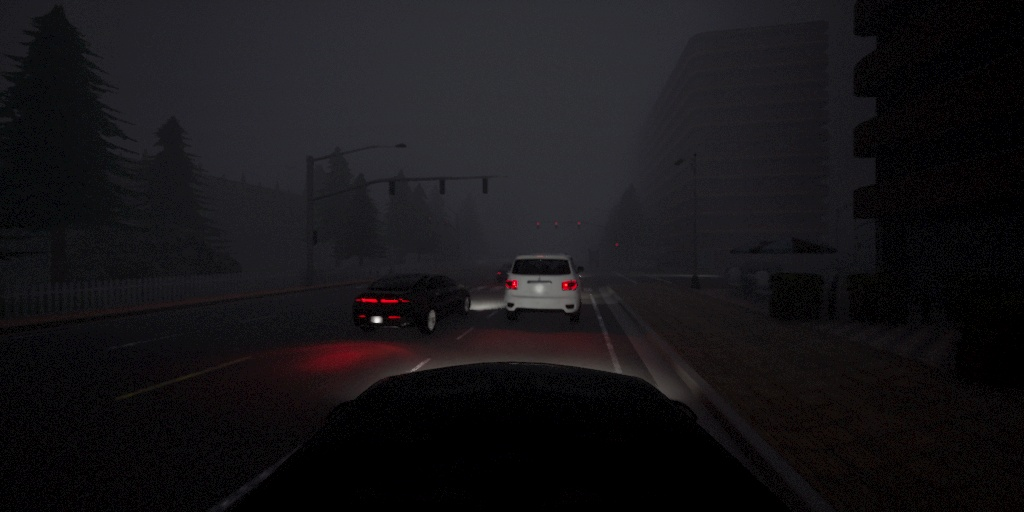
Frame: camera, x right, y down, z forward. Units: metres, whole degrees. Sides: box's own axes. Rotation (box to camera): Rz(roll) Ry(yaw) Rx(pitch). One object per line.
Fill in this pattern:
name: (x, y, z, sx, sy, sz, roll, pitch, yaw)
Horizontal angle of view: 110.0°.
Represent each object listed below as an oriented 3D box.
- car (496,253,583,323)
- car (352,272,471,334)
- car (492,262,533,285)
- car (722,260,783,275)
car: (1.212, 0.928, 12.169, 2.150, 2.045, 5.566, 0, 0, 11)
car: (-2.642, 1.217, 10.571, 1.837, 1.490, 4.892, 0, 0, 11)
car: (0.179, 1.204, 26.246, 2.033, 1.411, 5.357, 0, 0, 11)
car: (22.954, 1.163, 34.355, 4.902, 1.511, 2.128, 0, 0, 10)
